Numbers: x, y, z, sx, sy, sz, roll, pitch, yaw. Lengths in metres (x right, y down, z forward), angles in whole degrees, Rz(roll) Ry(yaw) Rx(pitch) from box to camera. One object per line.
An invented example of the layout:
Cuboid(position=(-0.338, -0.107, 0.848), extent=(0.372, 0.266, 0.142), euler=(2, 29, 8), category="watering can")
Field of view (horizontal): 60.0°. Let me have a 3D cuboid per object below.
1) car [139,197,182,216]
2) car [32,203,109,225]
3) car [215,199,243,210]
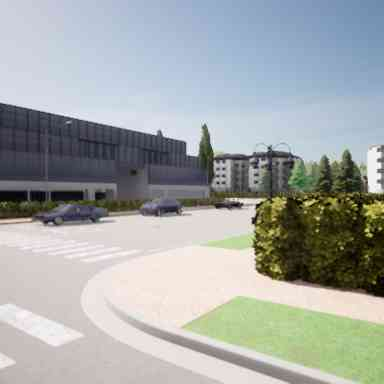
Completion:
Cuboid(position=(-2.976, 1.348, 32.006), extent=(2.097, 1.767, 4.553), euler=(0, 0, 35), category="car")
Cuboid(position=(-8.623, 1.542, 24.124), extent=(2.033, 1.411, 5.357), euler=(0, 0, 37), category="car")
Cuboid(position=(4.791, 1.595, 42.973), extent=(1.895, 1.301, 4.718), euler=(0, 0, 35), category="car")
